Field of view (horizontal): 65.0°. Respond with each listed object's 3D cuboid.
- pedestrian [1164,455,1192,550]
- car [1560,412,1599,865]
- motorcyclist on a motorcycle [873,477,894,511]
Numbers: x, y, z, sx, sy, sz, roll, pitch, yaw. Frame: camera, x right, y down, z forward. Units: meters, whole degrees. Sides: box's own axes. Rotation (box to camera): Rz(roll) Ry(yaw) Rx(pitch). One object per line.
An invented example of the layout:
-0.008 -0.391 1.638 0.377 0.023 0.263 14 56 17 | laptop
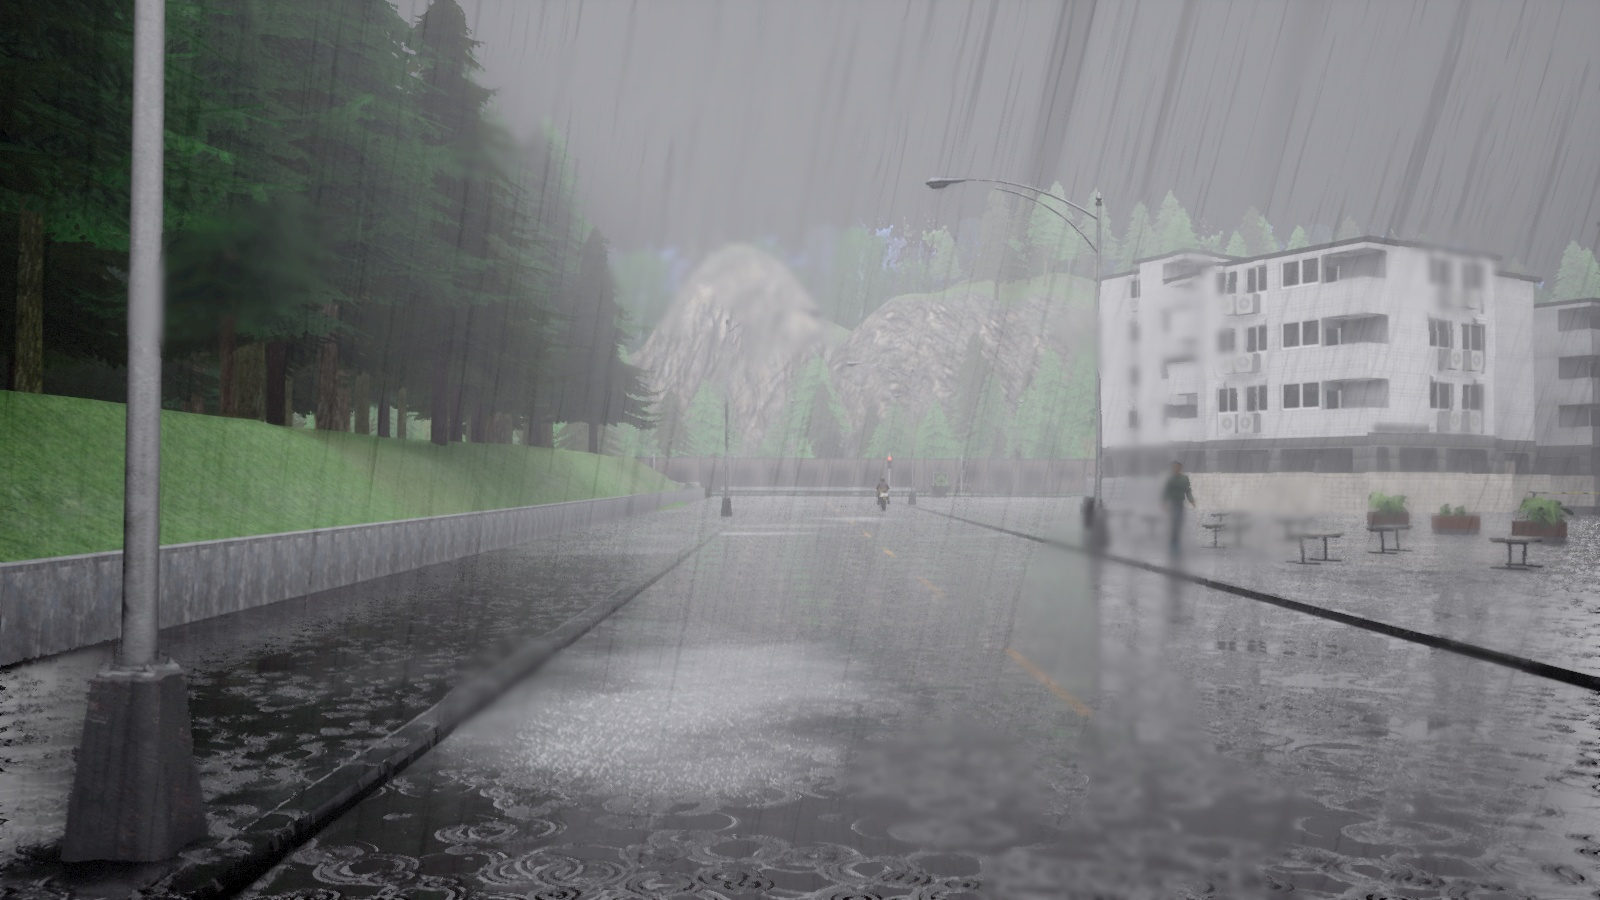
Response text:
7.461 1.032 24.786 0.353 1.847 0.614 0 -1 0 | pedestrian
3.994 0.634 2.276 2.152 1.651 5.027 0 -1 0 | car
3.867 2.036 58.361 0.797 1.523 2.044 0 -1 0 | motorcyclist on a motorcycle
